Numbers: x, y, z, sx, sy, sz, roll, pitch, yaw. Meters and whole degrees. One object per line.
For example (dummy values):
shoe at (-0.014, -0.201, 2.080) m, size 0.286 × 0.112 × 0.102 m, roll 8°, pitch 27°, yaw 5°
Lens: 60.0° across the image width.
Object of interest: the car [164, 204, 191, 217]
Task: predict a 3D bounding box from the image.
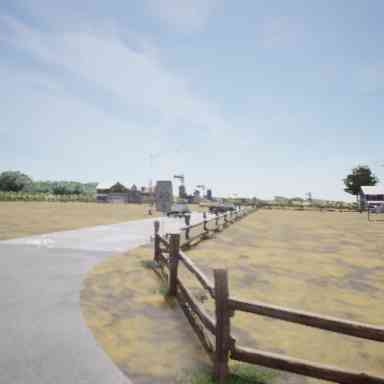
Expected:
car at (-1.540, 2.065, 37.650) m, size 2.033 × 1.411 × 5.357 m, roll 1°, pitch -1°, yaw 14°

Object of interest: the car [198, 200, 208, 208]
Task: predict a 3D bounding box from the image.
car at (2.264, 2.025, 53.027) m, size 1.882 × 1.535 × 5.008 m, roll 1°, pitch -1°, yaw 14°

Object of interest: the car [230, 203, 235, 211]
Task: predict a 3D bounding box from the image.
car at (6.146, 2.621, 57.423) m, size 1.994 × 1.385 × 4.181 m, roll 1°, pitch -1°, yaw 14°

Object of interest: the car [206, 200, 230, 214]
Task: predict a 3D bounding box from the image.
car at (3.717, 2.277, 47.137) m, size 1.882 × 1.535 × 5.008 m, roll 1°, pitch -1°, yaw 14°
